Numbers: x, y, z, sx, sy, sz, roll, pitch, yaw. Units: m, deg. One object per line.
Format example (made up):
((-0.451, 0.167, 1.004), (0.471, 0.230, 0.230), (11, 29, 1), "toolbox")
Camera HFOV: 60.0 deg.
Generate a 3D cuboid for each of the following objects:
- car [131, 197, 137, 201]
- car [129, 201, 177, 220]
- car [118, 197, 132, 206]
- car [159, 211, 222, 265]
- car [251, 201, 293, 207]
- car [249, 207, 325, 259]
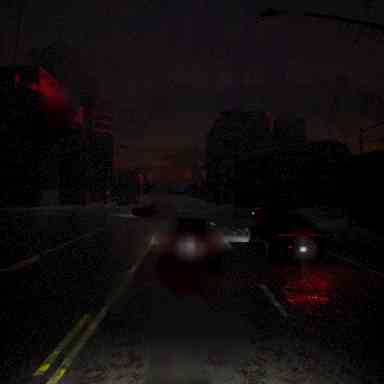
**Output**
((-14.765, 2.210, 82.368), (2.150, 2.045, 5.566), (0, -1, -4), "car")
((-3.387, 1.697, 29.272), (1.895, 1.301, 4.718), (0, 0, -38), "car")
((-13.717, 2.222, 66.921), (1.895, 1.301, 4.718), (0, -1, -4), "car")
((-0.066, 1.594, 11.850), (1.994, 1.385, 4.181), (0, 0, -1), "car")
((7.378, 1.557, 30.486), (4.892, 1.490, 1.837), (-2, -4, -34), "car")
((3.418, 1.534, 12.725), (1.837, 1.490, 4.892), (0, 0, -1), "car")
